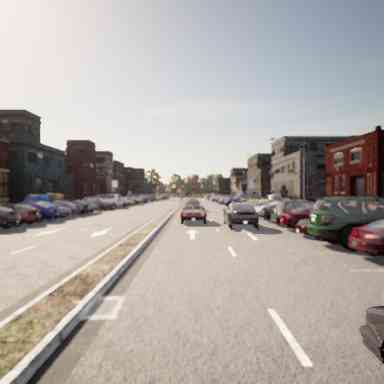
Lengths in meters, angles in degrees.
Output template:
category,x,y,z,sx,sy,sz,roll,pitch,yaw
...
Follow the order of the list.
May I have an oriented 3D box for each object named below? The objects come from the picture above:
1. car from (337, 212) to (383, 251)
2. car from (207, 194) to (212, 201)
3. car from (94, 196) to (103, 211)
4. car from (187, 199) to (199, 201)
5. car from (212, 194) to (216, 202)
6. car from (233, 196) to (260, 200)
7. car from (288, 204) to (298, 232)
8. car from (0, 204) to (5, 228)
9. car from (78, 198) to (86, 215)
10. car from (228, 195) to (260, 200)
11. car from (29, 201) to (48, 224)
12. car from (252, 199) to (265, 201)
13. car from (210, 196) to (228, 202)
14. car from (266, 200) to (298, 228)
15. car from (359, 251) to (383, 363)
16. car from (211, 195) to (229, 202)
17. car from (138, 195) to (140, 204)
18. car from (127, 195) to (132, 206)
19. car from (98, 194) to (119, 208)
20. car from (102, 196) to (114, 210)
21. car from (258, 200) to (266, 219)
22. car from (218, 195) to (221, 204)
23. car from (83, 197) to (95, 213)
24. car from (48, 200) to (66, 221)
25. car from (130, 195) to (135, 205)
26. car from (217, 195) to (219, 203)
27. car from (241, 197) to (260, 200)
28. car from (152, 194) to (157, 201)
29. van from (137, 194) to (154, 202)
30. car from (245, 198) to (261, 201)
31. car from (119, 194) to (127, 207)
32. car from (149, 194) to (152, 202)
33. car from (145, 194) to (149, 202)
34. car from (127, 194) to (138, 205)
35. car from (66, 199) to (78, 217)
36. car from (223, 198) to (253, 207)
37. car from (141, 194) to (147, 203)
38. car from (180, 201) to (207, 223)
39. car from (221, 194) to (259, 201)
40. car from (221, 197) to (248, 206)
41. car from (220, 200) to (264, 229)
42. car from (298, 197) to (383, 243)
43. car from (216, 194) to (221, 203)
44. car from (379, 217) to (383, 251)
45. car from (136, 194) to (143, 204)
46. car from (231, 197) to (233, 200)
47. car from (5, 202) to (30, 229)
category,x,y,z,sx,sy,sz,roll,pitch,yaw
car,7.642,1.517,10.957,4.674,1.452,2.002,0,0,0
car,7.605,1.626,88.168,5.566,2.045,2.435,0,0,0
car,-12.714,1.541,36.395,4.892,1.521,2.231,0,0,0
car,0.108,1.582,41.379,1.837,1.490,4.892,0,0,0
car,7.579,1.497,68.864,5.566,2.045,2.435,0,0,0
car,7.469,1.527,35.771,5.366,1.575,1.946,0,0,0
car,7.617,1.510,16.473,4.792,1.488,2.163,0,0,0
car,-12.757,1.485,16.940,5.008,1.535,2.097,0,0,0
car,-12.717,1.560,30.836,4.674,1.452,2.002,0,0,0
car,7.831,1.566,44.049,5.366,1.575,1.946,0,0,0
car,-12.768,1.525,22.498,4.792,1.488,2.163,0,0,0
car,7.649,1.542,27.536,4.674,1.452,2.002,0,0,0
car,7.563,1.905,93.559,5.008,1.535,2.097,0,0,0
car,7.618,1.363,21.986,4.553,1.767,2.185,0,0,0
car,3.099,1.545,1.868,2.033,1.411,5.357,0,0,0
car,7.603,1.765,90.803,4.553,1.767,2.185,0,0,0
car,-12.678,1.706,61.529,4.792,1.488,2.163,0,0,0
car,-12.639,1.652,53.194,4.792,1.488,2.163,0,0,0
car,-12.720,1.452,44.822,4.553,1.767,2.185,0,0,0
car,-12.691,1.603,41.951,4.674,1.452,2.002,0,0,0
car,7.679,1.523,24.742,4.792,1.488,2.163,0,0,0
car,7.619,1.661,57.832,5.008,1.535,2.097,0,0,0
car,-12.742,1.559,33.615,4.792,1.488,2.163,0,0,0
car,-12.727,1.503,25.403,5.008,1.535,2.097,0,0,0
car,-12.632,1.670,55.971,4.792,1.488,2.163,0,0,0
car,7.613,1.746,63.477,4.674,1.452,2.002,0,0,0
car,7.624,1.549,33.013,4.792,1.488,2.163,0,0,0
car,-12.649,1.849,89.317,4.892,1.521,2.231,0,0,0
van,-12.775,1.637,92.097,4.442,1.987,1.878,0,0,0
car,7.623,1.539,30.258,4.792,1.488,2.163,0,0,0
car,-12.709,1.340,47.635,5.566,2.045,2.435,0,0,0
car,-12.616,1.515,75.420,5.566,2.045,2.435,0,0,0
car,-12.636,1.750,72.639,4.892,1.521,2.231,0,0,0
car,-12.841,1.655,58.752,5.366,1.575,1.946,0,0,0
car,-12.732,1.512,28.182,4.892,1.521,2.231,0,0,0
car,7.631,1.680,55.075,4.674,1.452,2.002,0,0,0
car,-12.646,1.731,69.860,5.008,1.535,2.097,0,0,0
car,0.110,1.617,25.345,1.895,1.301,4.718,0,0,0
car,7.609,1.351,49.563,5.566,2.045,2.435,0,0,0
car,7.618,1.723,60.589,4.674,1.452,2.002,0,0,0
car,3.109,1.513,21.746,1.837,1.490,4.892,0,0,0
car,7.674,1.227,13.714,5.566,2.045,2.435,0,0,0
car,7.580,1.602,66.106,4.553,1.767,2.185,0,0,0
car,7.673,1.506,8.200,4.792,1.488,2.163,0,0,0
car,-12.648,1.694,64.184,5.008,1.535,2.097,0,0,0
car,7.679,1.585,41.290,4.792,1.488,2.163,0,0,0
car,-12.739,1.492,19.720,4.892,1.521,2.231,0,0,0
